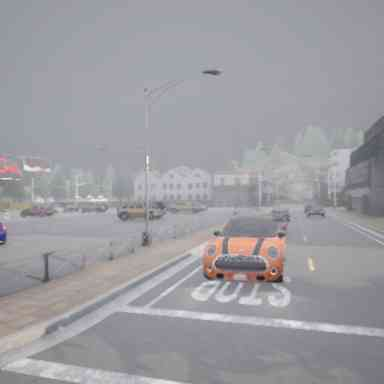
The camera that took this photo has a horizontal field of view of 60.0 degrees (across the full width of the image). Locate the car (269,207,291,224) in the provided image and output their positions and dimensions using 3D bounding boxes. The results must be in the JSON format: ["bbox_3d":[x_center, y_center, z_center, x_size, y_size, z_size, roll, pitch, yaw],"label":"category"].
[{"bbox_3d":[8.535,2.200,31.985,1.895,1.301,4.718,-1,-1,17],"label":"car"}]

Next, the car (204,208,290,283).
[{"bbox_3d":[1.839,1.561,10.413,2.097,1.767,4.553,-1,-1,17],"label":"car"}]

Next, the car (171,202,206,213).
[{"bbox_3d":[-0.979,2.292,48.851,5.027,1.636,2.152,-1,-1,17],"label":"car"}]

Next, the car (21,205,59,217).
[{"bbox_3d":[-21.017,2.656,45.297,4.514,1.523,2.007,-1,-1,17],"label":"car"}]

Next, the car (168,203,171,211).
[{"bbox_3d":[-4.767,1.995,36.633,3.866,1.878,1.905,-1,-1,17],"label":"car"}]

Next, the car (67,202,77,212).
[{"bbox_3d":[-23.196,2.857,62.453,3.866,1.878,1.905,-1,-1,17],"label":"car"}]

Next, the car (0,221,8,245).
[{"bbox_3d":[-10.859,1.916,16.022,3.633,1.501,1.845,-1,-1,17],"label":"car"}]

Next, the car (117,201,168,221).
[{"bbox_3d":[-5.232,1.957,33.736,4.605,1.855,1.932,-1,-1,17],"label":"car"}]

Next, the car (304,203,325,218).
[{"bbox_3d":[14.501,2.215,38.947,2.033,1.411,5.357,-1,-1,18],"label":"car"}]

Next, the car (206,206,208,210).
[{"bbox_3d":[0.613,2.488,55.074,3.806,1.475,1.970,-1,-1,17],"label":"car"}]

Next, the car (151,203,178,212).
[{"bbox_3d":[-5.035,2.765,60.654,4.514,1.523,2.007,-1,-1,17],"label":"car"}]

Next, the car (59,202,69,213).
[{"bbox_3d":[-24.759,3.096,59.452,3.806,1.475,1.970,-1,-1,17],"label":"car"}]

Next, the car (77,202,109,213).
[{"bbox_3d":[-16.653,2.655,56.988,4.605,1.855,1.932,-1,-1,17],"label":"car"}]

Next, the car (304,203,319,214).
[{"bbox_3d":[17.437,2.348,48.584,1.837,1.490,4.892,-1,-1,17],"label":"car"}]
